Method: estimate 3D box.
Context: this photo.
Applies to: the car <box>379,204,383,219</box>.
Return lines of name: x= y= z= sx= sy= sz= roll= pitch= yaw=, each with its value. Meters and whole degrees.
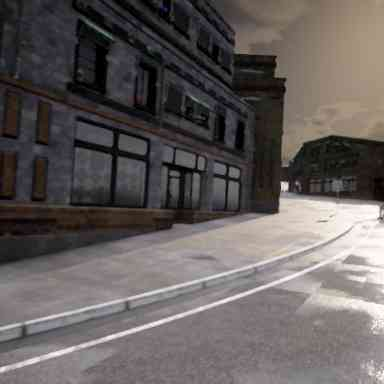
car: x=13.603 y=1.272 z=21.980 sx=2.033 sy=1.411 sz=5.357 roll=2 pitch=2 yaw=24
